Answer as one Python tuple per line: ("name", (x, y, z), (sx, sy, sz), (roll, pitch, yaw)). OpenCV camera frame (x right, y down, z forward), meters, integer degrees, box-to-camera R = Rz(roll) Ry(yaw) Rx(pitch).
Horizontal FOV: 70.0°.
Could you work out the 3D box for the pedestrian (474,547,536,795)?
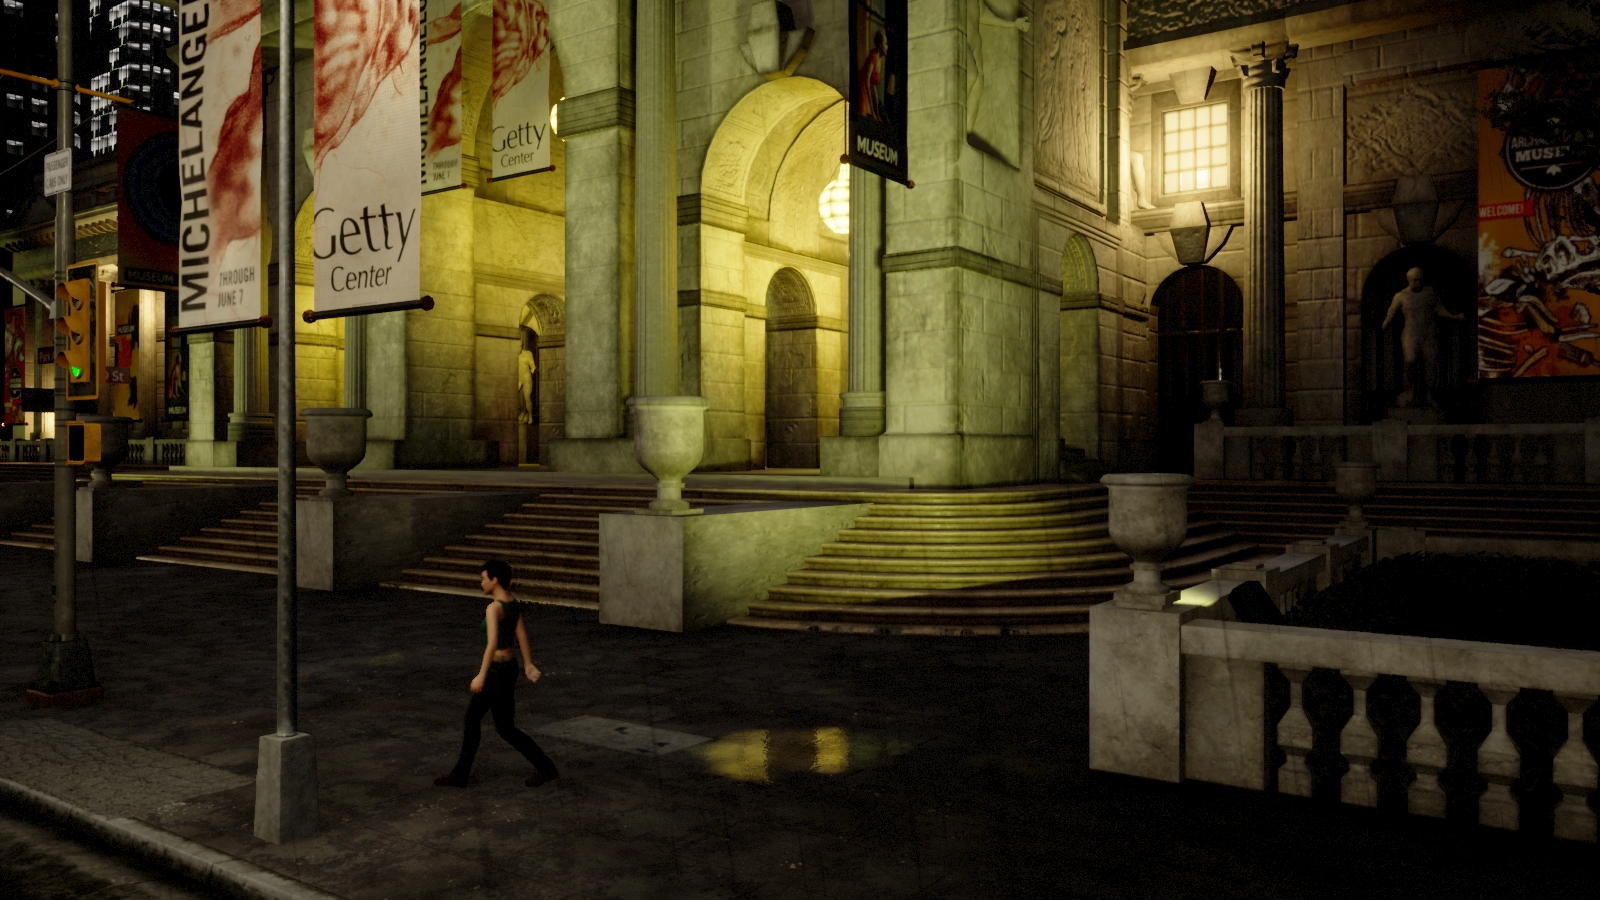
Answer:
("pedestrian", (-2.290, 1.698, 8.892), (0.375, 1.860, 0.375), (0, 0, 3))
